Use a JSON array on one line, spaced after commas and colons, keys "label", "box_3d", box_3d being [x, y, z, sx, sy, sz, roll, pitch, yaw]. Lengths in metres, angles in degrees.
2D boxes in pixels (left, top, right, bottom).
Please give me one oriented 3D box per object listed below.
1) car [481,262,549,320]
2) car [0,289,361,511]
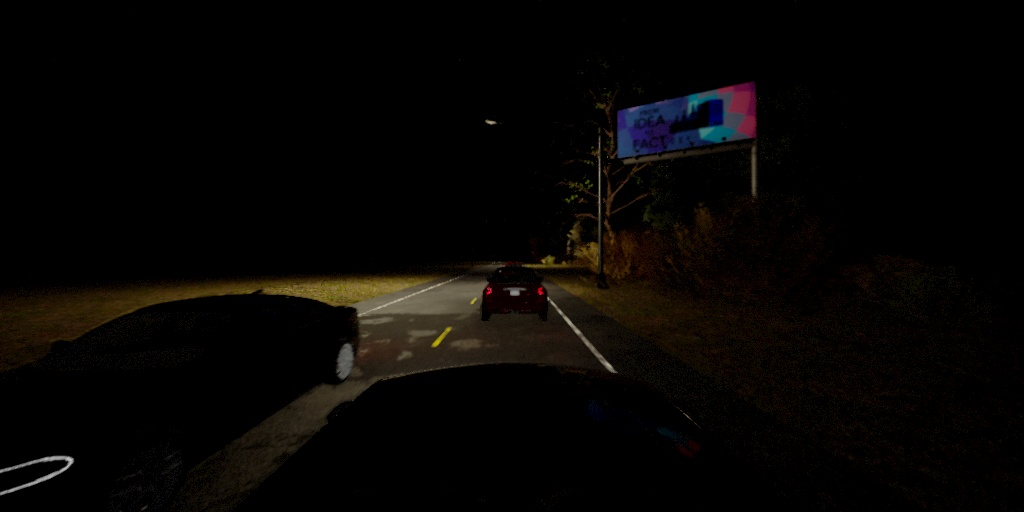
[{"label": "car", "box_3d": [0.092, 1.139, 12.953, 2.097, 1.767, 4.553, 0, 0, 0]}, {"label": "car", "box_3d": [-3.584, 1.236, 4.257, 1.882, 1.535, 5.008, 0, 0, 0]}]
